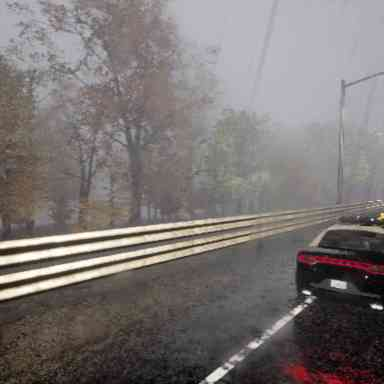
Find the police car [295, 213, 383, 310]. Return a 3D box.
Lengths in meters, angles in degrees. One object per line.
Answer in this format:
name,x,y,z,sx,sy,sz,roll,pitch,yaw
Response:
police car,4.112,1.413,7.862,1.930,1.638,5.238,2,1,37
